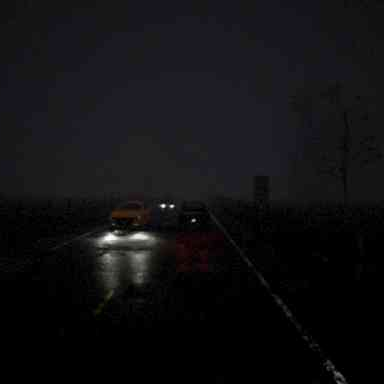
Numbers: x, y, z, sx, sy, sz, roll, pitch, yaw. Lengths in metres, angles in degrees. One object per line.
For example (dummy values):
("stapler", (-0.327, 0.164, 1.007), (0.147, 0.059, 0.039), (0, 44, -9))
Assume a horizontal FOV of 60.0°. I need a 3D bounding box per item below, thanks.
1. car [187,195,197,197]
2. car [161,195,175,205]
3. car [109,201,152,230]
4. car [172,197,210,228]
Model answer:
("car", (-0.002, 1.132, 49.231), (1.812, 1.442, 4.674), (0, 1, 0))
("car", (-3.532, 1.149, 49.886), (2.033, 1.411, 5.357), (0, 0, 0))
("car", (-3.601, 1.317, 20.131), (1.882, 1.535, 5.008), (0, 0, 0))
("car", (0.095, 1.327, 20.558), (2.128, 1.511, 4.902), (0, 0, 0))
